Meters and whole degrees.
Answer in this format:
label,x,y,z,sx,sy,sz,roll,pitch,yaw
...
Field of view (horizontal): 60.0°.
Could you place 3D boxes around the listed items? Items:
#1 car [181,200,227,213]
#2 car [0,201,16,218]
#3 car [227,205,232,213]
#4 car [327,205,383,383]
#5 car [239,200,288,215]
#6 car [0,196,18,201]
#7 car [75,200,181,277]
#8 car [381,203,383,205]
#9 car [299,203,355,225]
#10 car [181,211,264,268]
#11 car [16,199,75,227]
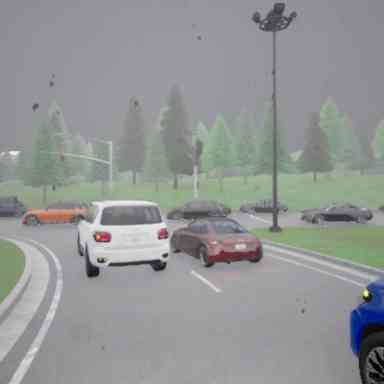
label,x,y,z,sx,sy,sz,roll,pitch,yaw
car,0.199,1.426,26.727,4.553,1.767,2.097,0,0,-1
car,-16.508,1.758,29.897,4.718,1.301,1.895,0,0,-1
car,1.170,1.586,30.247,4.892,1.490,1.837,0,0,-1
car,3.054,1.213,1.486,2.150,2.045,5.566,0,0,-5
car,7.284,1.557,33.869,4.902,1.511,2.128,0,0,-1
car,-20.123,1.404,33.328,5.566,2.045,2.150,0,0,-1
car,-2.400,1.263,10.722,2.150,2.045,5.566,0,0,-22
car,21.685,1.354,34.151,4.553,1.767,2.097,0,0,-1
car,10.099,1.515,23.422,4.902,1.511,2.128,0,0,-1
car,0.696,1.594,11.698,1.994,1.385,4.181,0,0,-22
car,-9.209,1.457,23.042,4.553,1.767,2.097,0,0,-1
